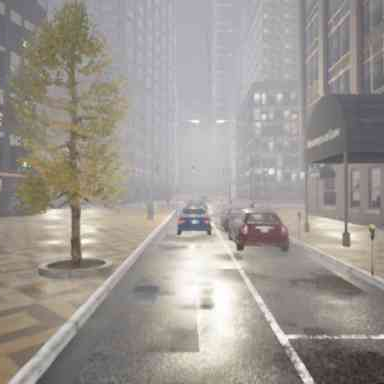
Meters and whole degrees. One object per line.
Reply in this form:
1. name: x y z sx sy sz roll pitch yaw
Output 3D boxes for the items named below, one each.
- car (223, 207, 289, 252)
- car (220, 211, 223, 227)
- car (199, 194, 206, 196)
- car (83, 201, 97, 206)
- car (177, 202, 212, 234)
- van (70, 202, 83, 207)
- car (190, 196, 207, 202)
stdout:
1. car: 2.592 1.396 13.785 1.967 1.590 4.097 1 0 0
2. car: 2.595 1.522 19.353 1.802 1.307 4.206 1 0 0
3. car: 2.653 1.389 79.757 1.947 1.339 4.313 1 0 0
4. car: -17.401 1.608 54.514 4.403 1.369 2.008 0 -1 14
5. car: 0.117 1.489 18.576 2.033 1.411 5.357 0 0 0
6. van: -17.785 1.283 46.347 3.998 1.788 1.690 0 -1 14
7. car: 0.577 1.467 34.969 1.994 1.385 4.181 0 0 9
